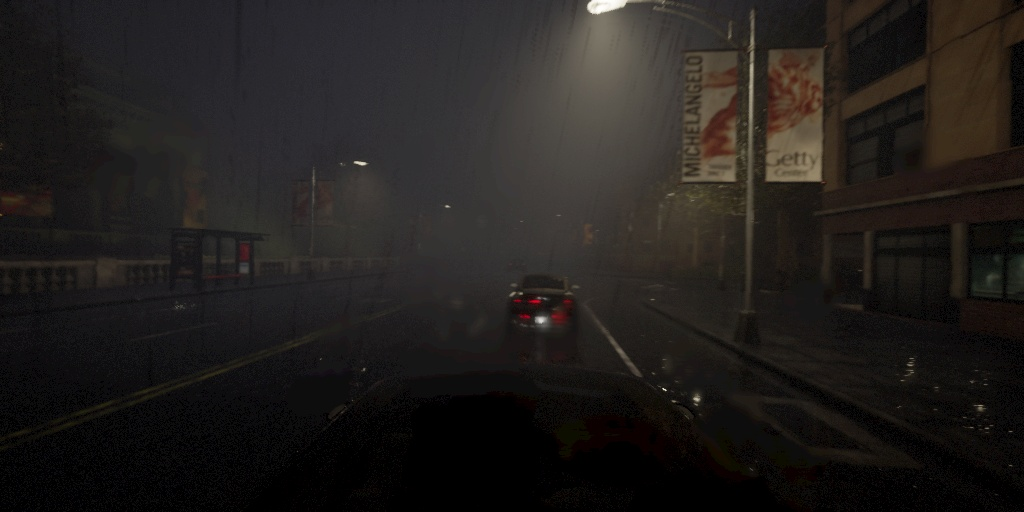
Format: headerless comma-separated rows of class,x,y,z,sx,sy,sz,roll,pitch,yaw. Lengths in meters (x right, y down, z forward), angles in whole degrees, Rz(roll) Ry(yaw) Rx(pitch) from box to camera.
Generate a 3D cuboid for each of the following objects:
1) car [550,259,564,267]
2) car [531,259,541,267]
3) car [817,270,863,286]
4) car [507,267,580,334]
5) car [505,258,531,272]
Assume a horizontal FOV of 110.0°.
car,8.060,1.293,64.002,2.128,1.511,4.902,1,0,20
car,3.845,1.226,62.494,1.837,1.490,4.892,1,0,16
car,27.136,1.792,28.727,4.181,1.385,1.994,1,0,6
car,0.964,1.258,10.833,1.837,1.490,4.892,1,0,6
car,0.812,1.046,43.636,2.097,1.767,4.553,1,0,6
